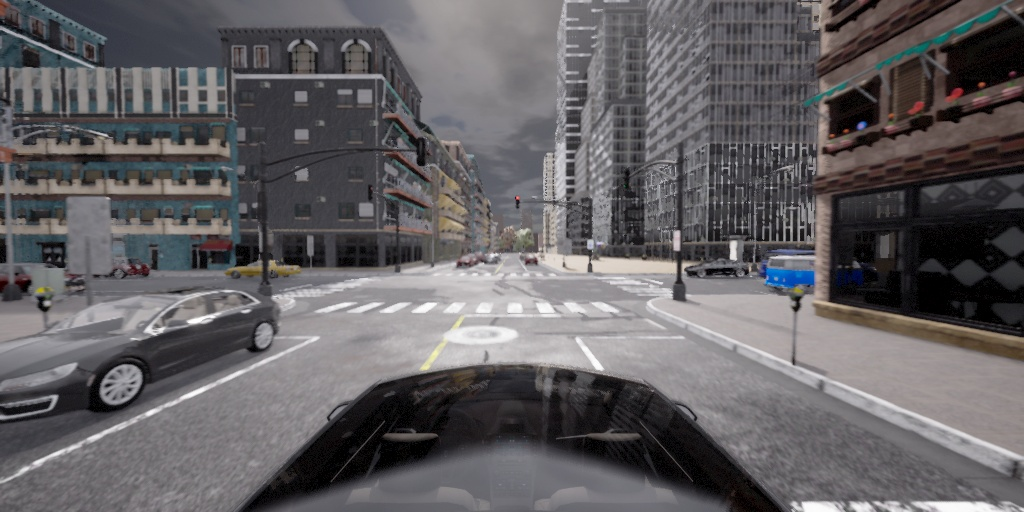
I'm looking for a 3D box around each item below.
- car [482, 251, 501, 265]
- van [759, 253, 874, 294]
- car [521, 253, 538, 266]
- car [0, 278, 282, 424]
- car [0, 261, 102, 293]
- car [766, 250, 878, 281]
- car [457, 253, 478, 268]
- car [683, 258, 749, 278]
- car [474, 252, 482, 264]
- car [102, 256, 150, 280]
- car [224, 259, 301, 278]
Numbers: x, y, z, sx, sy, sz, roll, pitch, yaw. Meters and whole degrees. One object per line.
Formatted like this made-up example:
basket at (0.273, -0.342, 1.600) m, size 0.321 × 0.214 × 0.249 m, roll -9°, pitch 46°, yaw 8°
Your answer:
car at (-3.047, 0.467, 52.362) m, size 2.128 × 1.511 × 4.902 m, roll 0°, pitch 1°, yaw 0°
van at (14.691, 0.876, 17.484) m, size 3.998 × 1.789 × 1.690 m, roll 0°, pitch 0°, yaw 0°
car at (2.662, 0.562, 49.598) m, size 1.888 × 1.381 × 4.507 m, roll 0°, pitch 0°, yaw 0°
car at (-5.691, 1.237, 5.831) m, size 2.007 × 1.370 × 4.403 m, roll 0°, pitch 0°, yaw 0°
car at (-23.232, 1.063, 17.429) m, size 4.097 × 1.591 × 1.967 m, roll 0°, pitch 0°, yaw 0°
car at (17.066, 0.683, 20.146) m, size 5.566 × 2.045 × 2.150 m, roll 0°, pitch 2°, yaw 0°
car at (-5.686, 0.649, 43.893) m, size 1.888 × 1.381 × 4.507 m, roll 0°, pitch 0°, yaw 0°
car at (14.679, 0.848, 25.861) m, size 4.313 × 1.339 × 1.948 m, roll 0°, pitch 0°, yaw 0°
car at (-5.685, 0.458, 49.541) m, size 1.967 × 1.591 × 4.097 m, roll 0°, pitch 0°, yaw 0°
car at (-28.777, 0.824, 25.797) m, size 4.097 × 1.591 × 1.967 m, roll 0°, pitch 0°, yaw 0°
car at (-17.880, 0.881, 25.813) m, size 4.829 × 1.417 × 1.751 m, roll 0°, pitch 0°, yaw 0°
